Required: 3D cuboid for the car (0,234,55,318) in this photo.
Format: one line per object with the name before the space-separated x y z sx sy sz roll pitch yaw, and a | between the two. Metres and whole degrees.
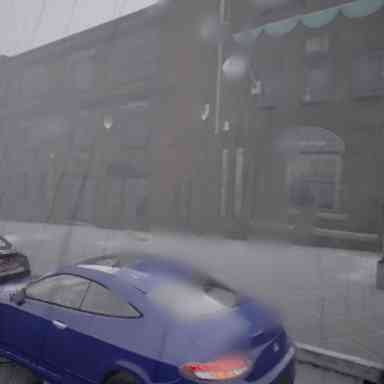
car | -5.574 1.535 7.518 4.892 1.521 2.231 0 0 36
